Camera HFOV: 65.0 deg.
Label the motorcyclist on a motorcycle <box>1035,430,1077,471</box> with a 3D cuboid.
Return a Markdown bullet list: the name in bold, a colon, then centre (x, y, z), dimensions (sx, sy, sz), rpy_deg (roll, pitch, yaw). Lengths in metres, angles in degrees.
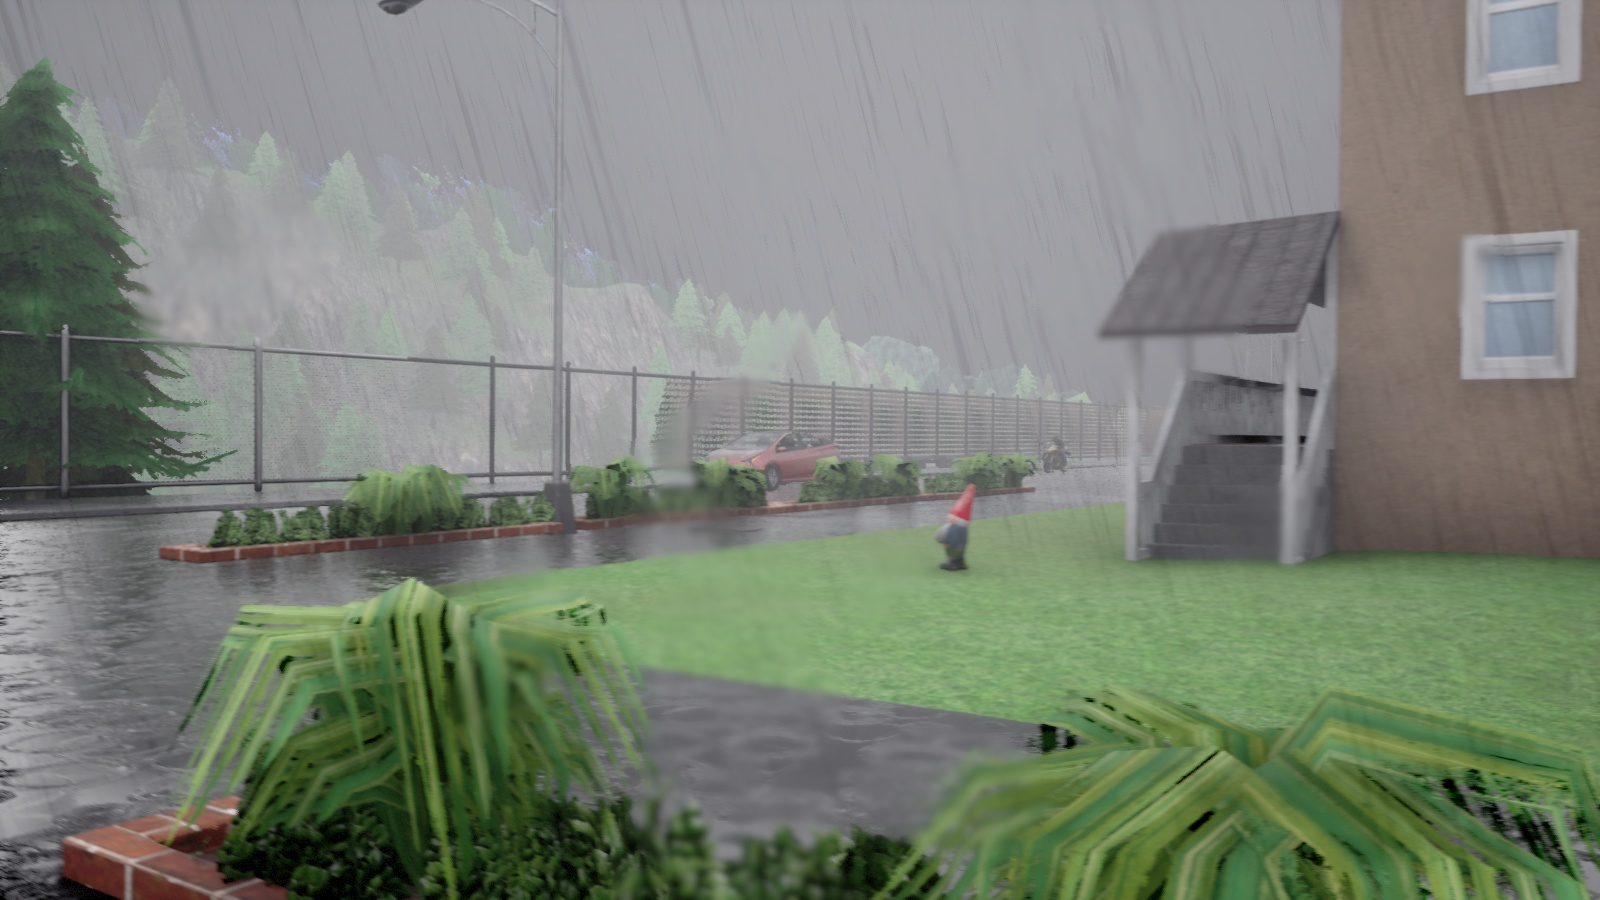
- **motorcyclist on a motorcycle**: centre (10.026, 0.005, 49.099), dimensions (0.866, 1.530, 2.191), rpy_deg (0, 1, 34)

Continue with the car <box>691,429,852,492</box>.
- **car**: centre (-0.657, 0.234, 32.995), dimensions (2.007, 1.525, 4.514), rpy_deg (0, 1, 34)
